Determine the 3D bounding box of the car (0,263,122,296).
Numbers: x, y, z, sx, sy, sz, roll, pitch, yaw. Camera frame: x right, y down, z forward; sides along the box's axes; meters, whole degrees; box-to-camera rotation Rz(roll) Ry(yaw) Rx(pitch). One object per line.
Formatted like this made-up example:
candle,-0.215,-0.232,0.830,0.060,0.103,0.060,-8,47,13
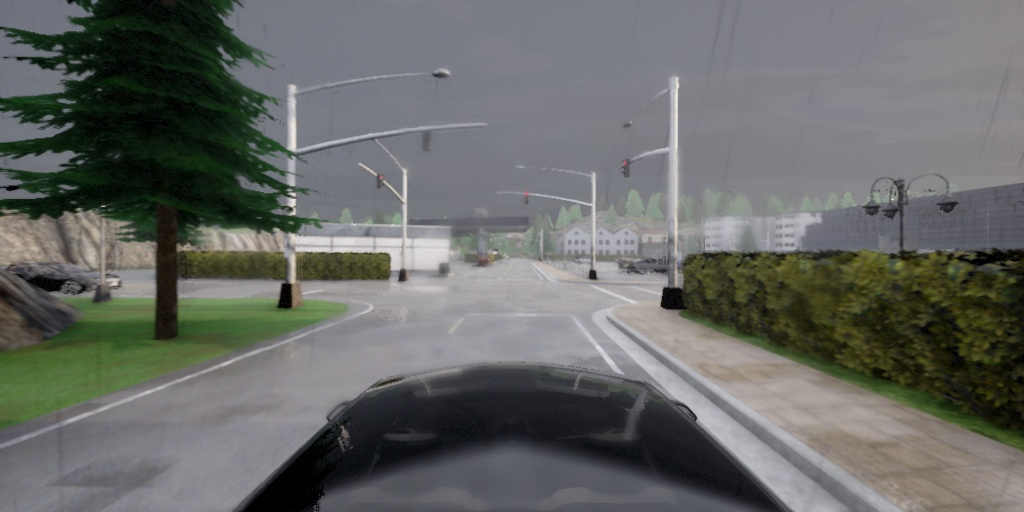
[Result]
car,-21.513,1.065,16.726,4.902,1.511,2.128,0,1,-12
